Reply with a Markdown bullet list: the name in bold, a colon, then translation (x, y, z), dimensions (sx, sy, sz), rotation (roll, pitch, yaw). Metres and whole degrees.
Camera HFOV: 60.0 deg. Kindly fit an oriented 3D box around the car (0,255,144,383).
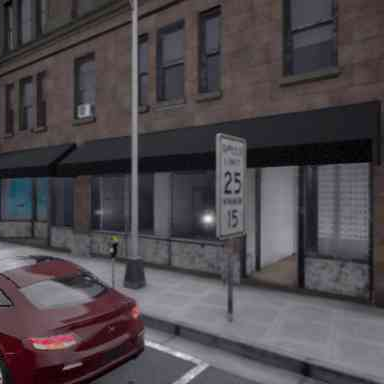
- **car**: translation (-2.528, 1.587, 4.765), dimensions (4.206, 1.307, 1.802), rotation (0, 0, 35)
